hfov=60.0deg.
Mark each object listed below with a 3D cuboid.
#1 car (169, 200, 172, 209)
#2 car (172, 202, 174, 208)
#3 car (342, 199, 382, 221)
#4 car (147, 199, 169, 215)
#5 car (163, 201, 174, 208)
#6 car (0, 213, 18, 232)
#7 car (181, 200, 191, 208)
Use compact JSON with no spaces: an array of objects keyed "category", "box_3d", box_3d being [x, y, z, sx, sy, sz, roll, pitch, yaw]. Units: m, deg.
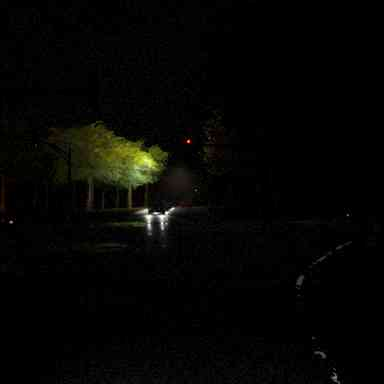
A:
[{"category":"car","box_3d":[-4.405,2.079,49.085,1.812,1.442,4.674,0,-1,-1]},{"category":"car","box_3d":[-4.607,2.073,58.017,2.097,1.767,4.553,0,-1,-1]},{"category":"car","box_3d":[12.081,1.072,20.866,4.718,1.301,1.895,-2,-1,6]},{"category":"car","box_3d":[-4.196,1.902,40.092,1.837,1.490,4.892,0,-1,-1]},{"category":"car","box_3d":[-4.779,2.565,68.247,1.895,1.301,4.718,0,-2,-1]},{"category":"car","box_3d":[-13.624,1.989,21.472,4.181,1.385,1.994,-2,-1,2]},{"category":"car","box_3d":[-1.140,2.407,67.007,1.882,1.535,5.008,0,-1,-1]}]
